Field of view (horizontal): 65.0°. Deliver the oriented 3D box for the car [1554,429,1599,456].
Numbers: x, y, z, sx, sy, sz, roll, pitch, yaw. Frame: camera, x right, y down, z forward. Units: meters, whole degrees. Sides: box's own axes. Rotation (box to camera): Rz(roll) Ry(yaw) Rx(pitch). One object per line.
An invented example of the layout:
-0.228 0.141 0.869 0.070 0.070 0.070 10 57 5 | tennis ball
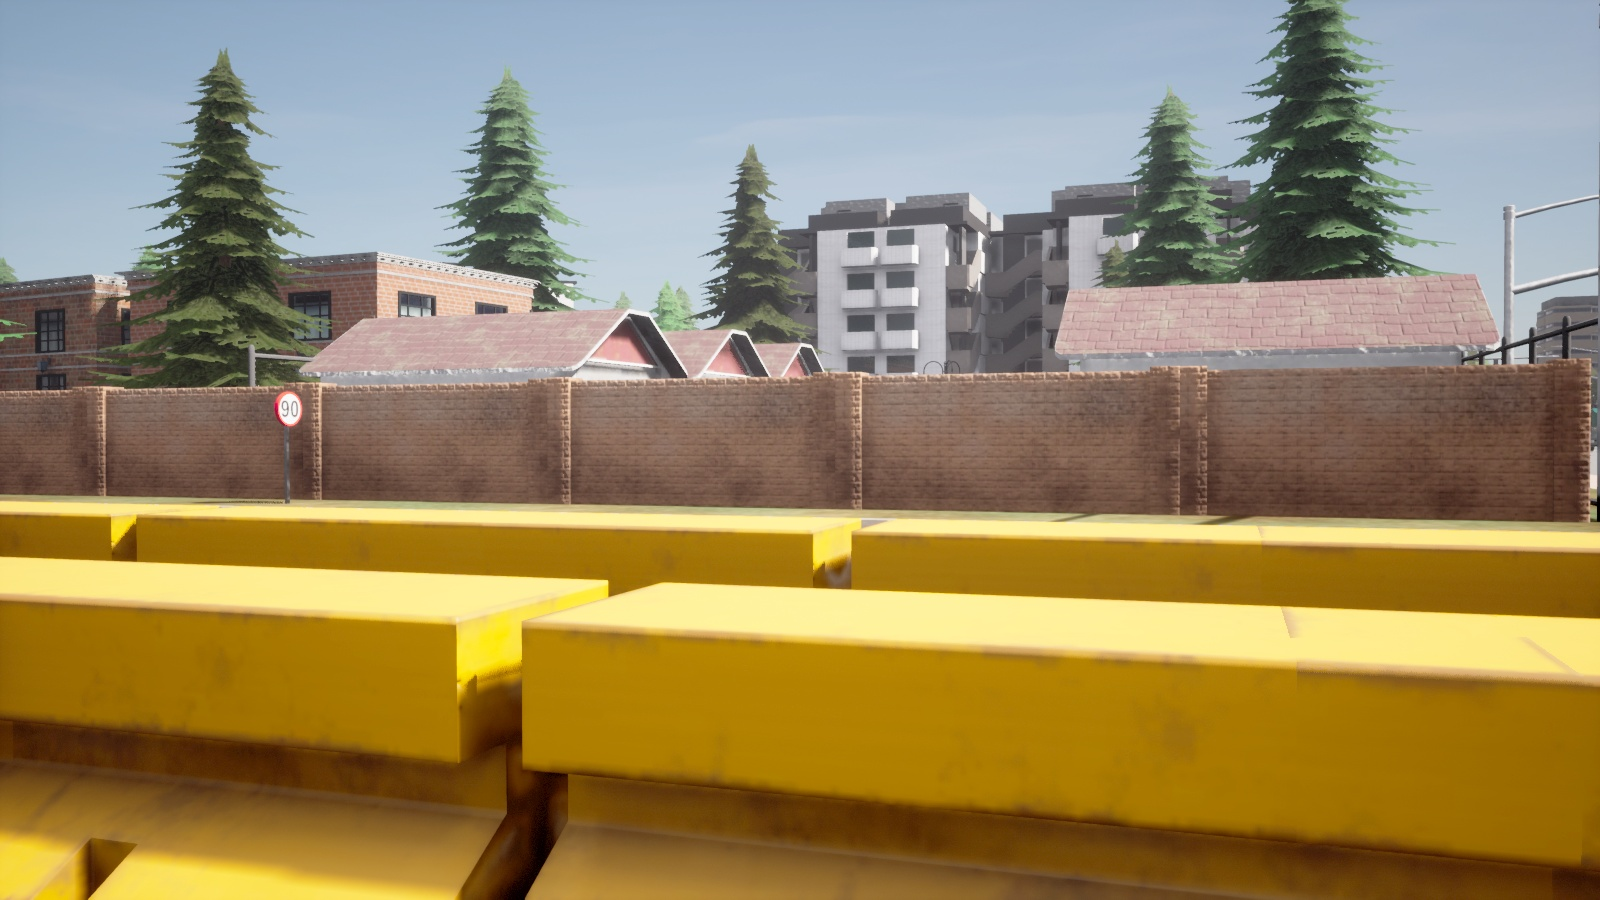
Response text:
50.152 -0.497 80.589 2.152 1.651 5.027 1 1 20 | car
